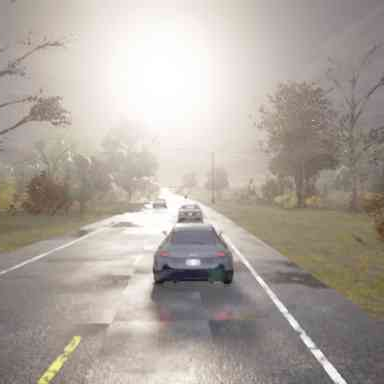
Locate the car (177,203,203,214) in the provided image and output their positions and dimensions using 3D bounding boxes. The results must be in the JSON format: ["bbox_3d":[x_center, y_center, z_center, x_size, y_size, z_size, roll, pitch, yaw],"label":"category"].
[{"bbox_3d":[-0.141,1.540,24.800,2.033,1.411,5.357,0,0,-1],"label":"car"}]

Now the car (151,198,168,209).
[{"bbox_3d":[-4.288,1.511,44.806,1.812,1.442,4.674,0,0,-2],"label":"car"}]

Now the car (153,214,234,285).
[{"bbox_3d":[0.032,1.561,9.526,1.994,1.385,4.181,0,0,0],"label":"car"}]

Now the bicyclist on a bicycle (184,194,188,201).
[{"bbox_3d":[-1.452,1.340,82.928,0.659,1.776,1.843,0,0,-3],"label":"bicyclist on a bicycle"}]

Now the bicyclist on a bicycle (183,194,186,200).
[{"bbox_3d":[-2.018,1.405,91.930,0.866,1.612,1.509,0,0,-4],"label":"bicyclist on a bicycle"}]
